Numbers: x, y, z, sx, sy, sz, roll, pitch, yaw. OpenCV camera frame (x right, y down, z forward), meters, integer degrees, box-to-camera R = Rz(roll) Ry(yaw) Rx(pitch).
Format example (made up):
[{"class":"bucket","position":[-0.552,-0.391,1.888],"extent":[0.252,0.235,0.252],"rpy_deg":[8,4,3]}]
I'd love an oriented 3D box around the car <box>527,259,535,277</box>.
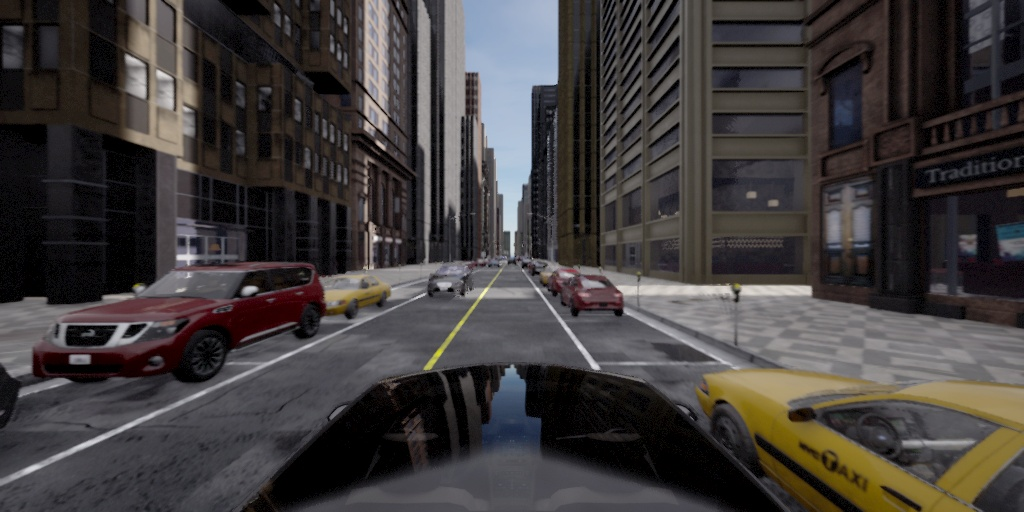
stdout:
[{"class":"car","position":[2.765,1.277,35.402],"extent":[1.948,1.339,4.313],"rpy_deg":[0,0,0]}]

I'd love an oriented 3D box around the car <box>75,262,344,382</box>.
[{"class":"car","position":[-5.762,1.057,7.297],"extent":[2.192,1.841,5.009],"rpy_deg":[0,0,0]}]

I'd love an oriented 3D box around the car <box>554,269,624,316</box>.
[{"class":"car","position":[2.763,1.317,12.928],"extent":[1.802,1.307,4.207],"rpy_deg":[0,0,0]}]

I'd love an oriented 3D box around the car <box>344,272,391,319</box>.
[{"class":"car","position":[-5.762,1.260,12.745],"extent":[1.751,1.417,4.829],"rpy_deg":[0,0,0]}]

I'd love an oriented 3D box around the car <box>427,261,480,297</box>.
[{"class":"car","position":[-3.098,1.218,18.764],"extent":[2.128,1.511,4.902],"rpy_deg":[0,0,0]}]

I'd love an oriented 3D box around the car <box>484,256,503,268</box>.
[{"class":"car","position":[-3.027,1.237,60.688],"extent":[2.033,1.411,5.357],"rpy_deg":[0,0,1]}]

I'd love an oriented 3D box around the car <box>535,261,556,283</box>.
[{"class":"car","position":[2.764,1.246,24.334],"extent":[1.751,1.417,4.829],"rpy_deg":[0,0,0]}]

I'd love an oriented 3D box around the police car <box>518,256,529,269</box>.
[{"class":"police car","position":[2.370,1.120,53.809],"extent":[1.930,1.638,5.238],"rpy_deg":[0,0,0]}]

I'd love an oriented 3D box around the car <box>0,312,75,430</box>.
[{"class":"car","position":[-5.763,1.301,1.678],"extent":[2.007,1.370,4.403],"rpy_deg":[0,0,0]}]

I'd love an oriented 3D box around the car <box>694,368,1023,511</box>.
[{"class":"car","position":[2.763,1.275,1.860],"extent":[1.751,1.417,4.829],"rpy_deg":[0,0,0]}]

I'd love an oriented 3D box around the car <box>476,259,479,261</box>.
[{"class":"car","position":[-5.759,1.283,46.625],"extent":[1.802,1.307,4.207],"rpy_deg":[0,0,0]}]

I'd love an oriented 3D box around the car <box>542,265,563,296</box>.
[{"class":"car","position":[2.764,1.309,18.546],"extent":[1.802,1.307,4.207],"rpy_deg":[0,0,0]}]

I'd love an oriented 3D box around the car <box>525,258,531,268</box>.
[{"class":"car","position":[2.765,1.251,41.021],"extent":[1.888,1.381,4.507],"rpy_deg":[0,0,0]}]

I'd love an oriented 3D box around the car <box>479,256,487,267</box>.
[{"class":"car","position":[-5.758,1.233,63.480],"extent":[1.888,1.381,4.507],"rpy_deg":[0,0,0]}]
